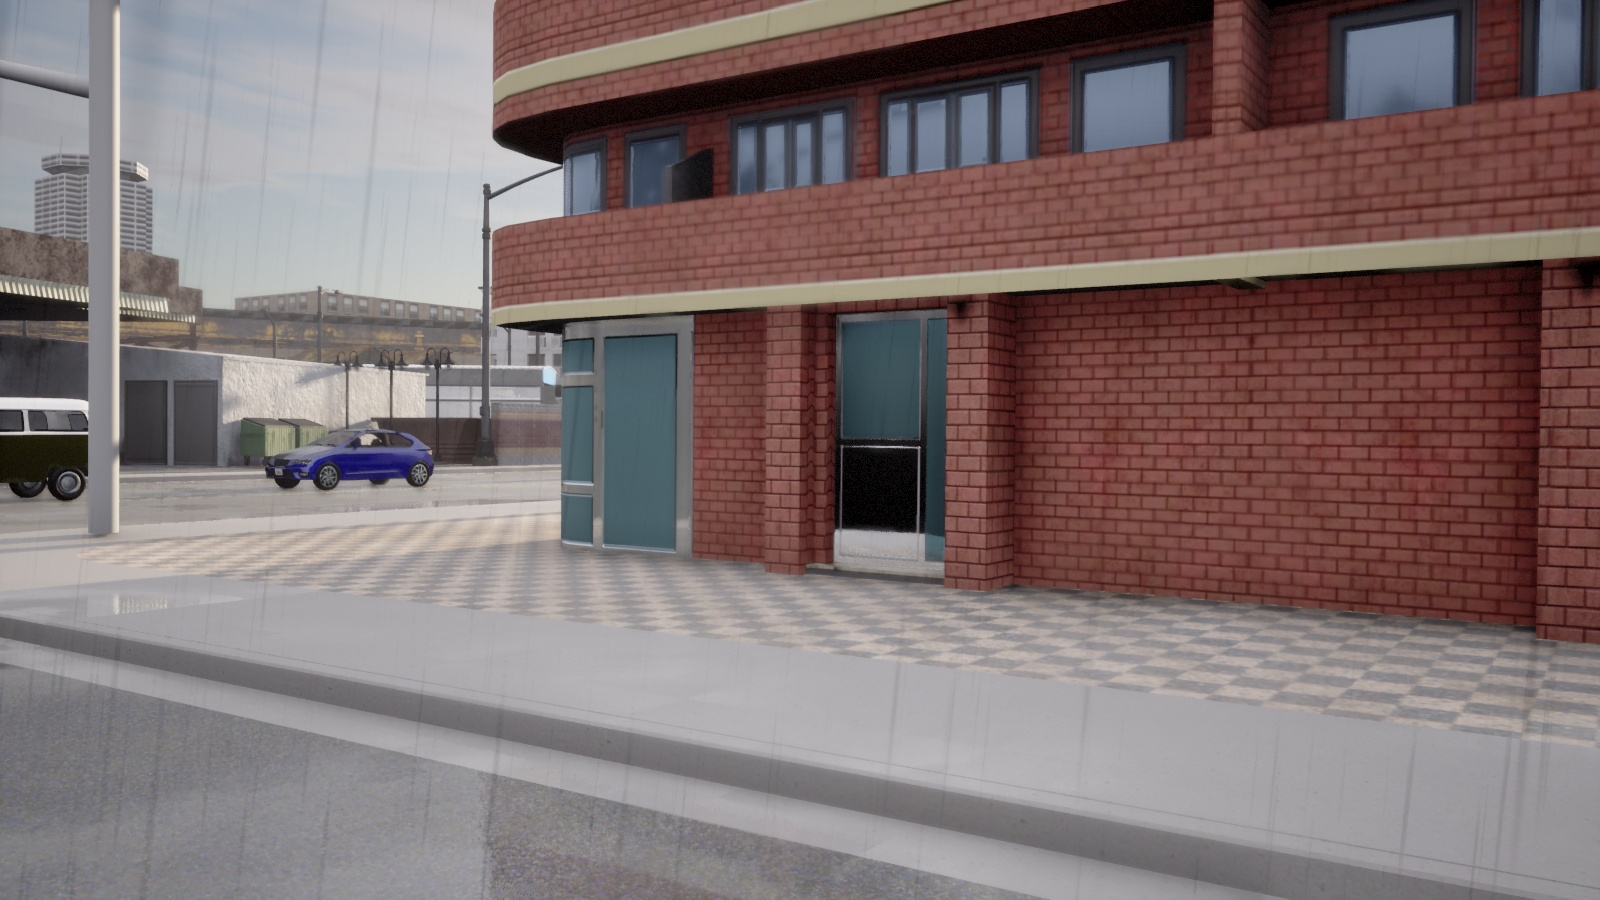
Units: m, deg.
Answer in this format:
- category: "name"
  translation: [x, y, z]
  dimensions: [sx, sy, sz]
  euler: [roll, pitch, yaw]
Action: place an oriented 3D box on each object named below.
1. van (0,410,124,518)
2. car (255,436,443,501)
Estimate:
- category: "van"
  translation: [-15.886, 0.267, 24.285]
  dimensions: [2.069, 2.038, 4.480]
  euler: [0, 1, 32]
- category: "car"
  translation: [-11.221, 0.416, 31.509]
  dimensions: [1.816, 1.474, 4.193]
  euler: [0, 1, 33]
